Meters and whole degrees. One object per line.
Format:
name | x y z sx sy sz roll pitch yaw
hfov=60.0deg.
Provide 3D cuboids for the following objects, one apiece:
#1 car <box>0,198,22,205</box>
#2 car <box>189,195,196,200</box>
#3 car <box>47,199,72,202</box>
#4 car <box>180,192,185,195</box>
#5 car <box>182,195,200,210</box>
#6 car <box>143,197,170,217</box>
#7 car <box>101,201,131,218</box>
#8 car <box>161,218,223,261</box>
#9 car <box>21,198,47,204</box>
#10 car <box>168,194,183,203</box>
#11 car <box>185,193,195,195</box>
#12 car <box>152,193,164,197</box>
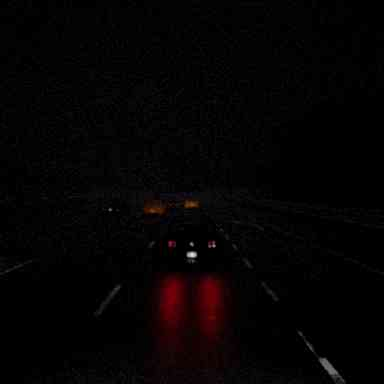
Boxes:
car | -24.533 1.549 45.695 1.837 1.490 4.892 0 0 0
car | 0.037 1.597 93.720 1.895 1.301 4.718 0 0 0
car | -17.537 1.646 45.497 1.895 1.301 4.718 0 0 1
car | -3.467 1.490 83.679 1.882 1.535 5.008 0 0 0
car | 0.018 1.522 44.510 1.882 1.535 5.008 0 0 0
car | -3.487 1.512 31.767 1.882 1.535 5.008 0 0 0
car | -6.987 1.581 30.999 2.033 1.411 5.357 0 0 0
car | 0.004 1.604 12.282 1.895 1.301 4.718 0 0 0
car | -21.033 1.646 45.870 1.895 1.301 4.718 0 0 1
car | -3.473 1.633 67.748 1.895 1.301 4.718 0 0 0
car | 0.027 1.539 67.734 1.837 1.490 4.892 0 0 0
car | -6.973 1.255 67.788 2.150 2.045 5.566 0 0 0
